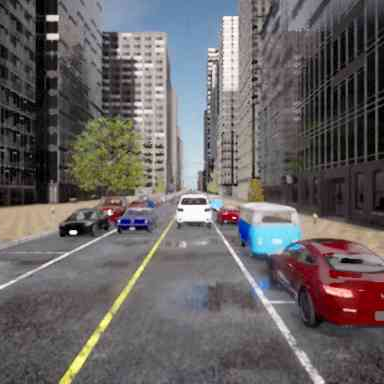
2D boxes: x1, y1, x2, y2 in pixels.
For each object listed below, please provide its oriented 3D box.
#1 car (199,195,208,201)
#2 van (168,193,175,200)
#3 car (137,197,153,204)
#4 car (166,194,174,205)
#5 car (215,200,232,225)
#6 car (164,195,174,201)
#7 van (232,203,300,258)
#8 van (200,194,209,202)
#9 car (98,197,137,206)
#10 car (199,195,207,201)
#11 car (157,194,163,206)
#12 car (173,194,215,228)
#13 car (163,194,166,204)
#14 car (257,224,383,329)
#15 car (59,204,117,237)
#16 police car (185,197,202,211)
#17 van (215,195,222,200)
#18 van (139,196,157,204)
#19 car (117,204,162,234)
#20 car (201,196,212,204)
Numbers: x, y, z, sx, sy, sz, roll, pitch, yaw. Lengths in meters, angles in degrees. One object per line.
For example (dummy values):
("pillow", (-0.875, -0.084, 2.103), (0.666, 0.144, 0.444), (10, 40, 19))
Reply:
("car", (2.781, 1.495, 80.422), (1.947, 1.339, 4.313), (0, 0, 0))
("van", (-5.586, 1.247, 91.767), (1.690, 1.788, 3.998), (0, 0, 0))
("car", (-5.651, 1.532, 35.081), (1.887, 1.381, 4.507), (0, 0, 0))
("car", (-2.970, 1.512, 59.869), (2.033, 1.411, 5.357), (0, 0, 1))
("car", (2.717, 1.536, 23.737), (1.887, 1.381, 4.507), (0, 0, 0))
("car", (-5.600, 1.481, 80.431), (2.008, 1.369, 4.403), (0, 0, 0))
("van", (2.704, 1.337, 12.401), (1.690, 1.788, 3.998), (0, 0, 0))
("van", (2.775, 1.281, 74.753), (1.690, 1.788, 3.998), (0, 0, 0))
("car", (-5.664, 1.307, 23.746), (2.192, 1.841, 5.009), (0, 0, 0))
("car", (2.787, 1.484, 86.091), (1.947, 1.339, 4.313), (0, 0, 0))
("car", (-5.638, 1.420, 46.419), (1.967, 1.590, 4.097), (0, 0, 0))
("car", (0.125, 1.216, 22.197), (2.150, 2.045, 5.566), (0, 0, 0))
("car", (-5.632, 1.415, 52.087), (1.967, 1.590, 4.097), (0, 0, 0))
("car", (2.698, 1.580, 6.732), (1.802, 1.307, 4.206), (0, 0, 0))
("car", (-5.670, 1.560, 18.078), (1.947, 1.339, 4.313), (0, 0, 0))
("police car", (0.147, 1.488, 41.850), (2.038, 1.542, 4.974), (0, 0, 0))
("van", (2.736, 1.325, 40.741), (1.690, 1.788, 3.998), (0, 0, 0))
("van", (-5.645, 1.325, 40.751), (1.690, 1.788, 3.998), (0, 0, 0))
("car", (-3.080, 1.594, 19.393), (1.895, 1.301, 4.718), (0, 0, 0))
("car", (2.762, 1.526, 63.417), (1.947, 1.339, 4.313), (0, 0, 0))
